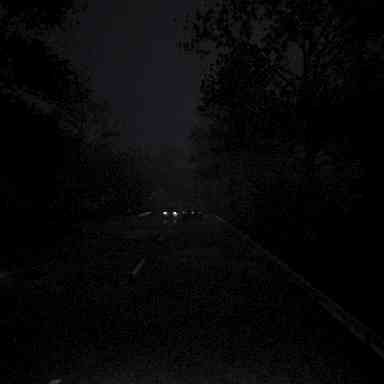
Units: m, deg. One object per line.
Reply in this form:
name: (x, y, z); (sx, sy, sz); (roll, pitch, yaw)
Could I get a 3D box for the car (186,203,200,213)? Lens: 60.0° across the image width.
car: (0.045, 2.376, 50.229); (2.033, 1.411, 5.357); (0, -1, -1)

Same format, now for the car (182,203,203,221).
car: (0.070, 1.915, 31.670); (2.033, 1.411, 5.357); (0, -1, 0)

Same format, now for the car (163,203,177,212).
car: (-3.385, 2.394, 51.792); (1.812, 1.442, 4.674); (0, -2, -1)

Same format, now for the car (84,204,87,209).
car: (-24.021, 2.753, 68.296); (4.553, 1.767, 2.097); (0, -2, 4)

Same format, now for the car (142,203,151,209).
car: (-10.836, 2.914, 68.031); (4.902, 1.511, 2.128); (-1, -3, 16)
